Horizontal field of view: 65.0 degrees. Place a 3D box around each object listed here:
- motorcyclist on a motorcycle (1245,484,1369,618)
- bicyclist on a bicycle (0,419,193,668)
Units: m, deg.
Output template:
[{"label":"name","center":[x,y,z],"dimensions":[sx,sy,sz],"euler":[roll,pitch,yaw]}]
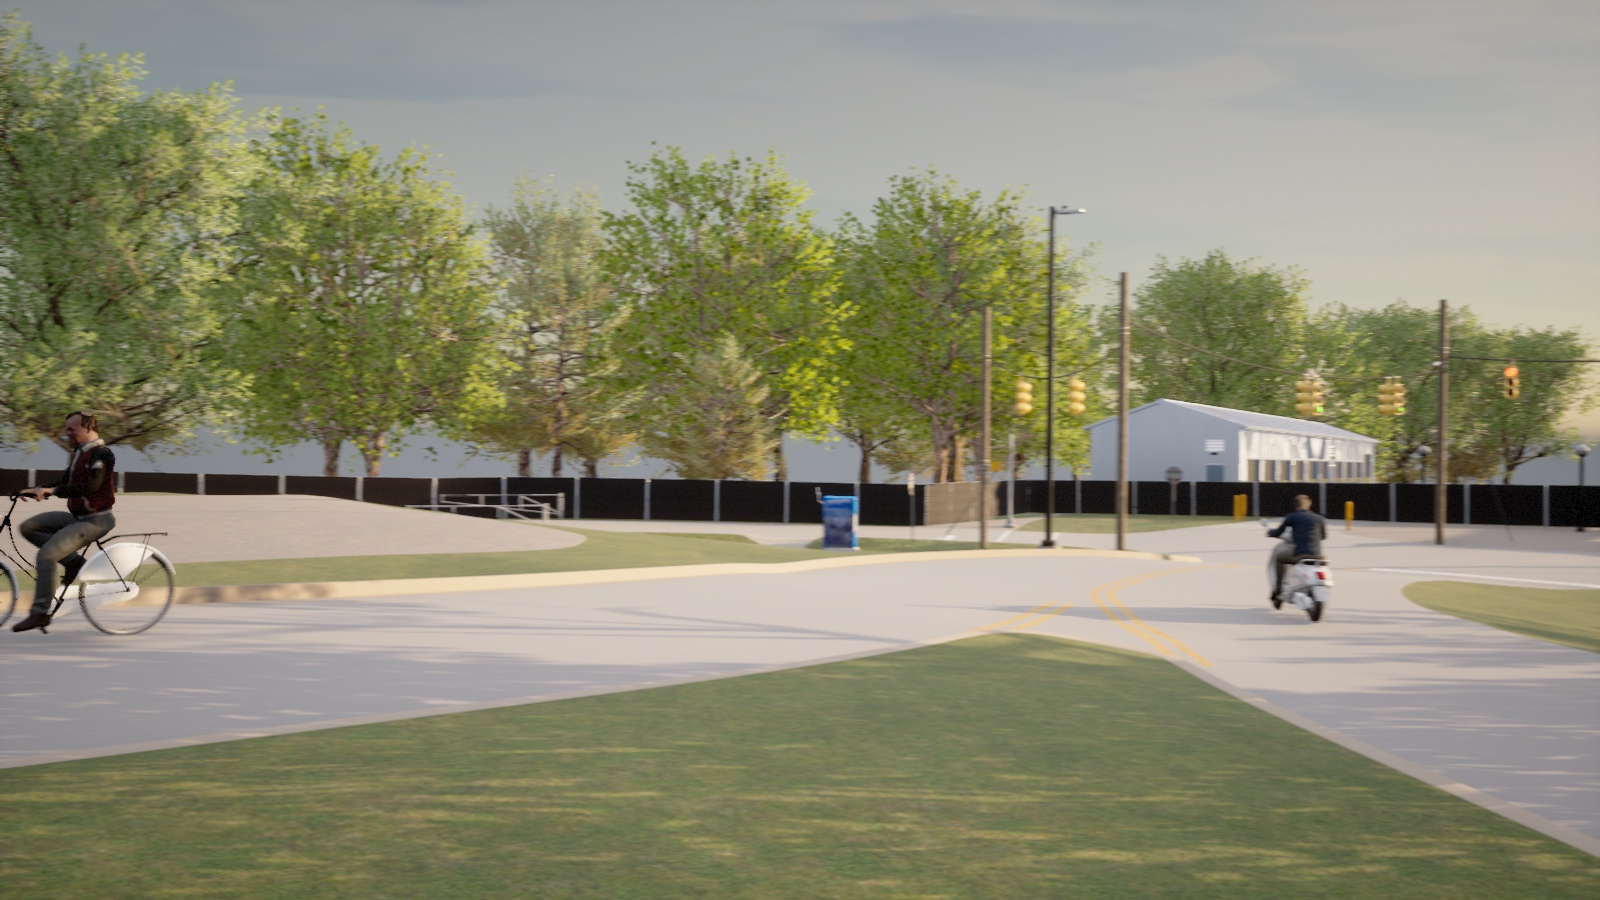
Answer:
[{"label":"motorcyclist on a motorcycle","center":[6.549,1.262,16.333],"dimensions":[0.866,1.590,1.817],"euler":[2,0,2]},{"label":"bicyclist on a bicycle","center":[-5.685,0.680,9.457],"dimensions":[0.659,1.776,1.843],"euler":[0,-2,42]}]
